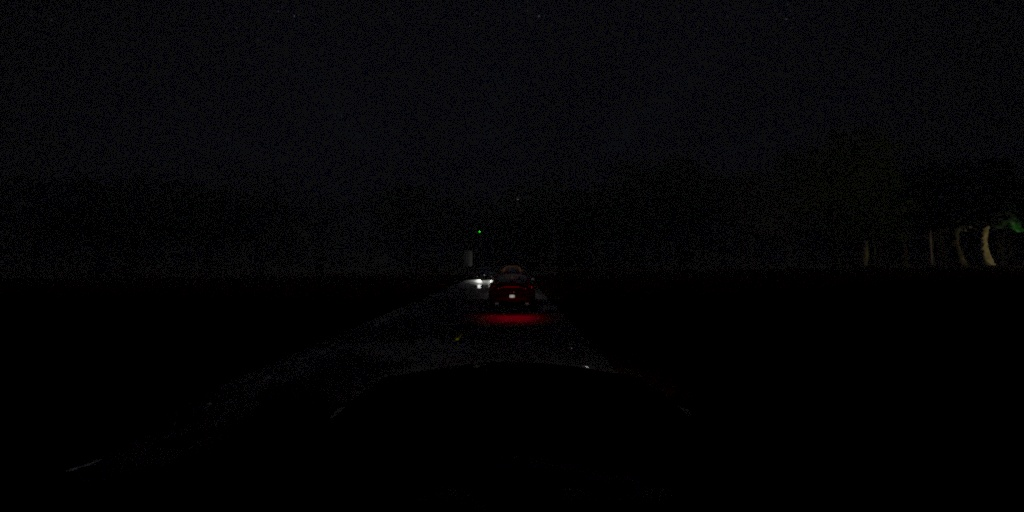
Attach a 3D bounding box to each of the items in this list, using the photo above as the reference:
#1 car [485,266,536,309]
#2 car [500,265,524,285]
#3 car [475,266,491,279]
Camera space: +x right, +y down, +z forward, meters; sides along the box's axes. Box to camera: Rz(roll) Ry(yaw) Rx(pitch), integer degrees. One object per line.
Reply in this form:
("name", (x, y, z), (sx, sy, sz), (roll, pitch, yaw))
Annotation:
("car", (0.023, 1.401, 16.120), (1.882, 1.535, 5.008), (0, 0, 0))
("car", (0.021, 1.597, 31.135), (1.882, 1.535, 5.008), (0, 0, 0))
("car", (-2.774, 1.785, 38.510), (1.994, 1.385, 4.181), (0, -1, 1))
